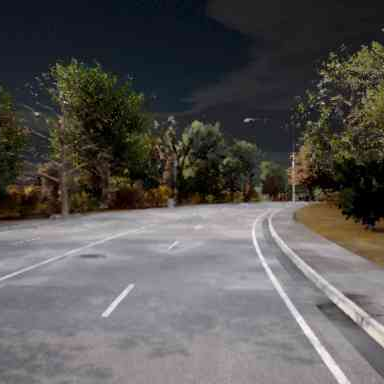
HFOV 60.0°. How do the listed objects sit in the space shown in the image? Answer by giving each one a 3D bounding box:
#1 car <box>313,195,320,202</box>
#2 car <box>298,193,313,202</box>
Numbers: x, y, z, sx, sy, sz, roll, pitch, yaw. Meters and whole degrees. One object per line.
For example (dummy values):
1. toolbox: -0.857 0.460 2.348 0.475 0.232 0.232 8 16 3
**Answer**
1. car: 30.273 1.412 76.785 1.837 1.490 4.892 -3 -3 41
2. car: 26.937 1.263 78.278 2.150 2.045 5.566 -3 -3 41
